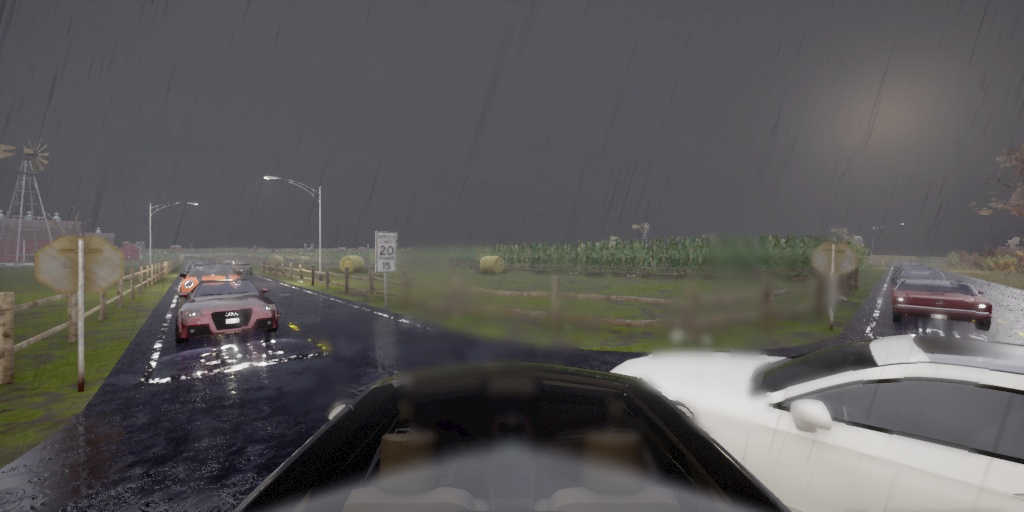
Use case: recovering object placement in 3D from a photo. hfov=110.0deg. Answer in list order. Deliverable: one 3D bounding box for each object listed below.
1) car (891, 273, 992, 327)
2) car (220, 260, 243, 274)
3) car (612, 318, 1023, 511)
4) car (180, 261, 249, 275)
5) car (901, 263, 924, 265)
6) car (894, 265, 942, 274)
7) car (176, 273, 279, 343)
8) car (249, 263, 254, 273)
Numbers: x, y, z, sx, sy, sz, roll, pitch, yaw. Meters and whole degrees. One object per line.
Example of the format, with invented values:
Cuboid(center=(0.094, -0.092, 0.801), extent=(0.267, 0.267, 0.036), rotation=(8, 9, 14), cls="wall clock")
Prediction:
Cuboid(center=(13.502, 1.398, 11.468), extent=(4.718, 1.301, 1.895), rotation=(0, 1, -43), cls="car")
Cuboid(center=(-33.765, 1.304, 43.095), extent=(1.837, 1.490, 4.892), rotation=(0, 0, -42), cls="car")
Cuboid(center=(2.836, 1.294, 2.391), extent=(1.812, 1.442, 4.674), rotation=(0, 1, -44), cls="car")
Cuboid(center=(-13.740, 1.140, 16.437), extent=(2.097, 1.767, 4.553), rotation=(0, 0, -42), cls="car")
Cuboid(center=(27.315, 1.400, 24.307), extent=(4.181, 1.385, 1.994), rotation=(0, 1, -43), cls="car")
Cuboid(center=(20.570, 1.362, 18.042), extent=(5.357, 1.411, 2.033), rotation=(0, 1, -43), cls="car")
Cuboid(center=(-7.954, 1.355, 9.962), extent=(1.994, 1.385, 4.181), rotation=(0, 0, -43), cls="car")
Cuboid(center=(-27.033, 1.283, 35.647), extent=(2.128, 1.511, 4.902), rotation=(0, 0, -42), cls="car")
